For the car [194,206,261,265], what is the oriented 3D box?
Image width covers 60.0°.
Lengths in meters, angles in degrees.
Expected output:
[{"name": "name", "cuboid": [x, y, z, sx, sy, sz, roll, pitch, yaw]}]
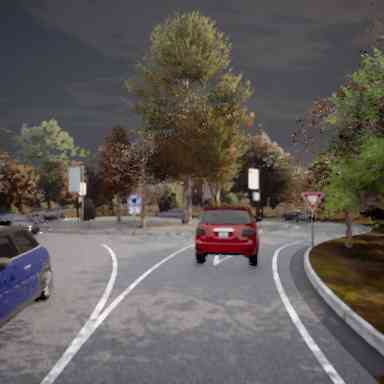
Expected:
[{"name": "car", "cuboid": [1.553, 1.577, 13.313, 2.150, 2.045, 5.566, -1, -2, 12]}]

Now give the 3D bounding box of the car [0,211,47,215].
[{"name": "car", "cuboid": [-12.707, 2.293, 23.494, 4.902, 1.511, 2.128, -2, -3, 38]}]

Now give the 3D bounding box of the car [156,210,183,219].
[{"name": "car", "cuboid": [-3.119, 3.563, 53.478, 5.357, 1.411, 2.033, 1, -3, -1]}]

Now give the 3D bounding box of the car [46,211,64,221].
[{"name": "car", "cuboid": [-18.568, 3.125, 42.480, 2.128, 1.511, 4.902, -1, -3, 23]}]

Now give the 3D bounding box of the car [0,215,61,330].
[{"name": "car", "cuboid": [-4.009, 1.444, 5.596, 2.097, 1.767, 4.553, 0, -1, -6]}]

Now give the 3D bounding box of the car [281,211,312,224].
[{"name": "car", "cuboid": [12.845, 3.065, 41.145, 2.128, 1.511, 4.902, 1, -3, -13]}]
